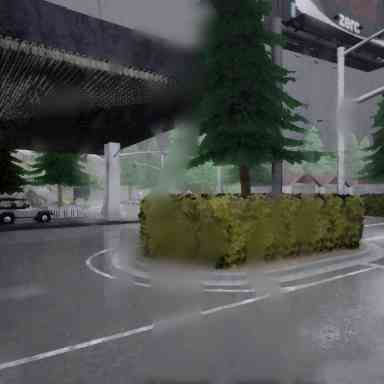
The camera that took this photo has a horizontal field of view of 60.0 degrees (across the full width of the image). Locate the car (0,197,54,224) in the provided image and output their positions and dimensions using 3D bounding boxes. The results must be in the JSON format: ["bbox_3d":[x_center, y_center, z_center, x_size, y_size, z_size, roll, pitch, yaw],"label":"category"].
[{"bbox_3d":[-11.982,1.313,23.468,3.866,1.878,1.905,0,0,-36],"label":"car"}]
